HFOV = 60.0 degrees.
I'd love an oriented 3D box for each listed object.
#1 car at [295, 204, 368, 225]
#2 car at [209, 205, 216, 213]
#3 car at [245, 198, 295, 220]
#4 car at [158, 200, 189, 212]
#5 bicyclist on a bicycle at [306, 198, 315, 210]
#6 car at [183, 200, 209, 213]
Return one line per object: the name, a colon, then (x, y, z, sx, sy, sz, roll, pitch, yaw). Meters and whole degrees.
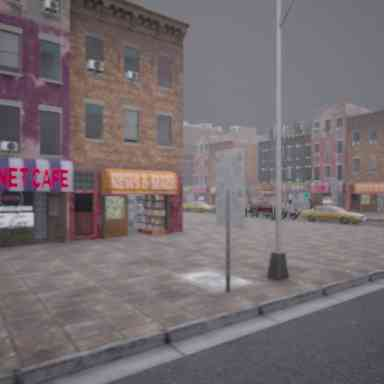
car: (10.405, 1.613, 24.734, 1.752, 1.417, 4.829, 0, 0, -36)
car: (3.963, 1.698, 33.741, 1.802, 1.307, 4.206, 0, 0, -36)
car: (7.134, 1.417, 29.307, 2.192, 1.841, 5.009, 0, 0, -36)
car: (-2.381, 1.712, 42.609, 1.947, 1.339, 4.313, 0, 0, -36)
bicyclist on a bicycle: (11.685, 1.424, 32.652, 1.656, 1.620, 0.582, 0, 0, -36)
car: (0.889, 1.656, 38.037, 1.752, 1.417, 4.829, 0, 0, -36)
